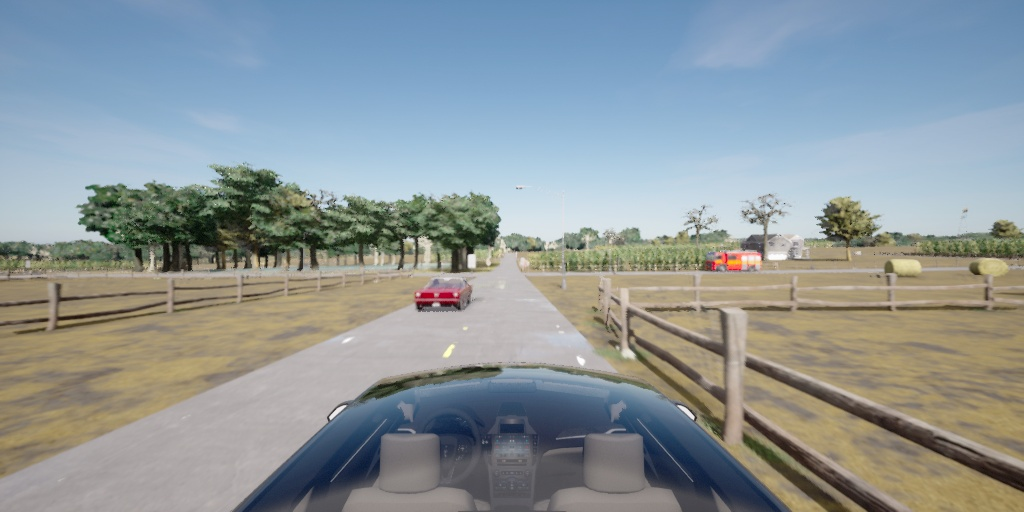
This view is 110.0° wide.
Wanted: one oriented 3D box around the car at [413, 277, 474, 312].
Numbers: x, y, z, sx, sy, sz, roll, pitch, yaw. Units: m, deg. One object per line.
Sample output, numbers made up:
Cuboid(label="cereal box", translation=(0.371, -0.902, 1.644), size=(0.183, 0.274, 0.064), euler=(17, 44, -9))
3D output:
Cuboid(label="car", translation=(-2.851, 1.587, 15.759), size=(1.895, 1.301, 4.718), euler=(0, -1, 0))
